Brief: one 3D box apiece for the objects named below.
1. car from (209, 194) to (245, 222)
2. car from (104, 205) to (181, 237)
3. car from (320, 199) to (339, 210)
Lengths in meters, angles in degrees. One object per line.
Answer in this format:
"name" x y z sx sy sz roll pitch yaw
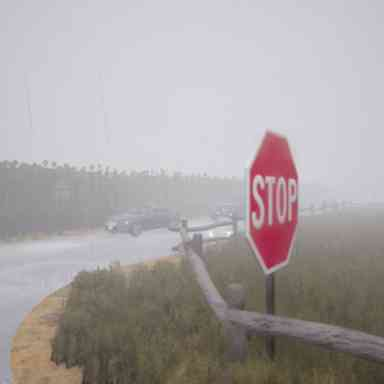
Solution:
"car" 3.553 1.223 27.010 2.150 2.045 5.566 0 0 35
"car" -2.595 1.493 18.407 2.128 1.511 4.902 0 0 36
"car" 16.755 1.548 40.521 2.033 1.411 5.357 0 0 28
